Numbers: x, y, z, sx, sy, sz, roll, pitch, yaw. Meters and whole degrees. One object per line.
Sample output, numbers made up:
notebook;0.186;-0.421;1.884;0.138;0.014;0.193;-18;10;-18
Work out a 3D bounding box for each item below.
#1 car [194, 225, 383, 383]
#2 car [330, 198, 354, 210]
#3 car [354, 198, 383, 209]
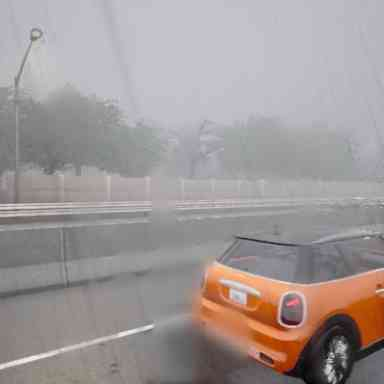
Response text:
car;2.322;1.339;5.431;4.553;1.767;2.097;0;0;-35
car;18.162;1.437;38.255;5.357;1.411;2.033;0;0;-35
car;19.523;1.399;34.935;4.892;1.490;1.837;0;0;-35
